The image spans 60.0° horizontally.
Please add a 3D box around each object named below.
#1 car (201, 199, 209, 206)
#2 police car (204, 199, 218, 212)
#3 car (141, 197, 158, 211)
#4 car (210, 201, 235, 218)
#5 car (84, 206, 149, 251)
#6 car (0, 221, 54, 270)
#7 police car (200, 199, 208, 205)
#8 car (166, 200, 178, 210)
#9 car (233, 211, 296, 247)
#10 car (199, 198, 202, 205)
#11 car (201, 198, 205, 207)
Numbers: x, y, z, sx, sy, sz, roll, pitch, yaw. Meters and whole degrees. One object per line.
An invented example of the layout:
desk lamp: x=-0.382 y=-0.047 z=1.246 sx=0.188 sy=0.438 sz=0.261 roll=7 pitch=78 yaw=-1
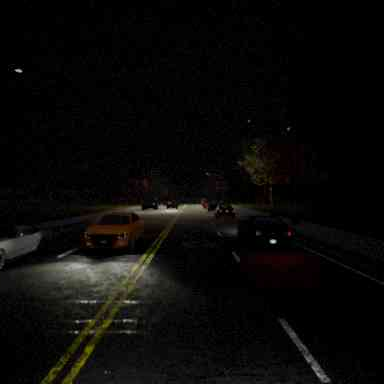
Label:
car: x=3.194 y=2.496 z=80.706 sx=1.801 sy=1.575 sz=5.366 roll=0 pitch=-1 yaw=0
police car: x=3.217 y=1.998 z=47.626 sx=1.930 sy=1.638 sz=5.238 roll=0 pitch=-1 yaw=0
car: x=-6.609 y=1.869 z=52.839 sx=2.150 sy=2.045 sz=5.566 roll=0 pitch=-1 yaw=0
car: x=3.340 y=1.945 z=34.744 sx=2.033 sy=1.411 sz=5.357 roll=0 pitch=-1 yaw=-1
car: x=-3.360 y=1.639 z=15.102 sx=1.882 sy=1.535 sz=5.008 roll=0 pitch=-1 yaw=0
car: x=-6.609 y=1.723 z=11.413 sx=1.895 sy=1.301 sz=4.718 roll=0 pitch=-1 yaw=0
police car: x=3.187 y=2.623 z=91.628 sx=1.930 sy=1.638 sz=5.238 roll=0 pitch=-1 yaw=0
car: x=-3.350 y=2.190 z=56.542 sx=2.128 sy=1.511 sz=4.902 roll=0 pitch=-1 yaw=0
car: x=3.339 y=1.771 z=15.926 sx=1.895 sy=1.301 sz=4.718 roll=0 pitch=-1 yaw=0
car: x=3.202 y=2.232 z=69.487 sx=2.097 sy=1.767 sz=4.553 roll=0 pitch=-1 yaw=0
car: x=3.210 y=2.077 z=58.487 sx=2.097 sy=1.767 sz=4.553 roll=0 pitch=-1 yaw=0
